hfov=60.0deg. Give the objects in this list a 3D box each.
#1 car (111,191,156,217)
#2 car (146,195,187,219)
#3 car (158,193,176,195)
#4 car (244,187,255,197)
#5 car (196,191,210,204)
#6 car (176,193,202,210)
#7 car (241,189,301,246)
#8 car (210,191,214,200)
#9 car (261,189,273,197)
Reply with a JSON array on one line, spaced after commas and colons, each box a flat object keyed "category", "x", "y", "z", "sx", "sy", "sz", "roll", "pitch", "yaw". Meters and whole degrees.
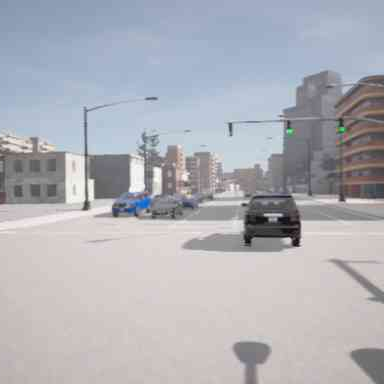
[{"category": "car", "x": -5.118, "y": 0.984, "z": 29.109, "sx": 2.150, "sy": 2.045, "sz": 5.566, "roll": -1, "pitch": 1, "yaw": 10}, {"category": "car", "x": -1.930, "y": 1.254, "z": 26.842, "sx": 1.837, "sy": 1.490, "sz": 4.892, "roll": -1, "pitch": 1, "yaw": 9}, {"category": "car", "x": -3.620, "y": 1.042, "z": 38.661, "sx": 1.837, "sy": 1.490, "sz": 4.892, "roll": -1, "pitch": 1, "yaw": 9}, {"category": "car", "x": 11.427, "y": -0.001, "z": 66.541, "sx": 2.097, "sy": 1.767, "sz": 4.553, "roll": -1, "pitch": 1, "yaw": 9}, {"category": "car", "x": 0.972, "y": 0.811, "z": 45.171, "sx": 1.837, "sy": 1.490, "sz": 4.892, "roll": -1, "pitch": 1, "yaw": 9}, {"category": "car", "x": -0.494, "y": 1.146, "z": 35.990, "sx": 1.895, "sy": 1.301, "sz": 4.718, "roll": -1, "pitch": 1, "yaw": 9}, {"category": "car", "x": 3.360, "y": 1.051, "z": 14.544, "sx": 2.150, "sy": 2.045, "sz": 5.566, "roll": -1, "pitch": 1, "yaw": 10}, {"category": "car", "x": 2.582, "y": 0.569, "z": 55.204, "sx": 1.812, "sy": 1.442, "sz": 4.674, "roll": -1, "pitch": 1, "yaw": 9}, {"category": "car", "x": 14.890, "y": 0.146, "z": 66.016, "sx": 2.033, "sy": 1.411, "sz": 5.357, "roll": -1, "pitch": 1, "yaw": 9}]
